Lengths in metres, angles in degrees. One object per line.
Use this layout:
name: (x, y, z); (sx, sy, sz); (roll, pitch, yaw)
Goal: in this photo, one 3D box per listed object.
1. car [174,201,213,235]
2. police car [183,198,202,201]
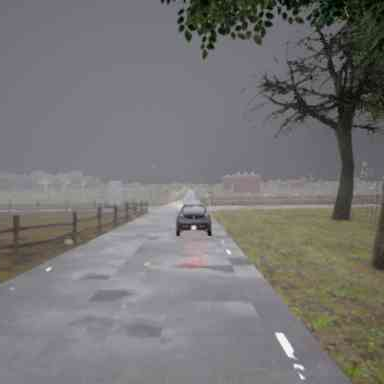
car: (0.090, 1.477, 18.356); (1.837, 1.490, 4.892); (0, 0, 0)
police car: (0.068, 1.412, 32.310); (1.930, 1.638, 5.238); (0, 0, 0)
